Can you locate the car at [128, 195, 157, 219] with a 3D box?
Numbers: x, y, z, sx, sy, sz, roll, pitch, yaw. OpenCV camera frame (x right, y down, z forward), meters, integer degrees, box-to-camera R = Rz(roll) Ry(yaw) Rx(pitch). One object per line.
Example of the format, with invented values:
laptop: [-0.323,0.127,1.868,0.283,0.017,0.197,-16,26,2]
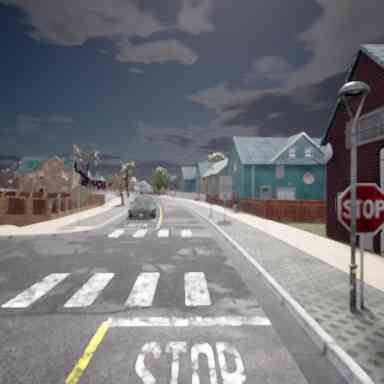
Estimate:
car: [-3.887,1.113,26.628,2.097,1.767,4.553,0,0,-5]
